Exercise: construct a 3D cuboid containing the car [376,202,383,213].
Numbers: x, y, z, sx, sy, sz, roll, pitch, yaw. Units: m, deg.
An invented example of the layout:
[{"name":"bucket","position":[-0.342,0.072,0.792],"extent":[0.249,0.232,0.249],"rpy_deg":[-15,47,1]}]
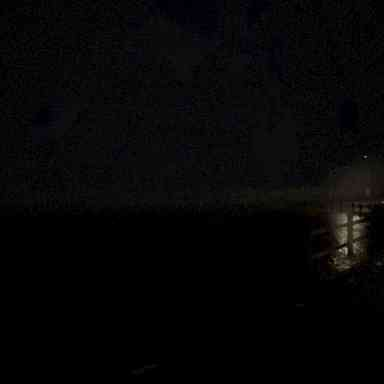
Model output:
[{"name":"car","position":[22.608,1.791,38.139],"extent":[1.895,1.301,4.718],"rpy_deg":[-2,-1,10]}]
